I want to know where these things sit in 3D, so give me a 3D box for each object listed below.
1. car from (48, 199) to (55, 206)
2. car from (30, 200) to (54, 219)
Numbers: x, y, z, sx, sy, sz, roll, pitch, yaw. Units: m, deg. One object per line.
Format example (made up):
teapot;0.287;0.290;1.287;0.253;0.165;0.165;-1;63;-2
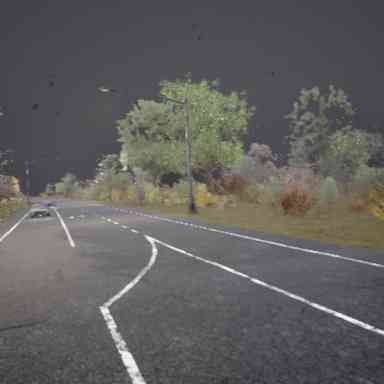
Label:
car;-27.459;2.131;64.010;2.033;1.411;5.357;-4;1;-17
car;-16.575;2.014;36.347;2.033;1.411;5.357;-4;1;-24
